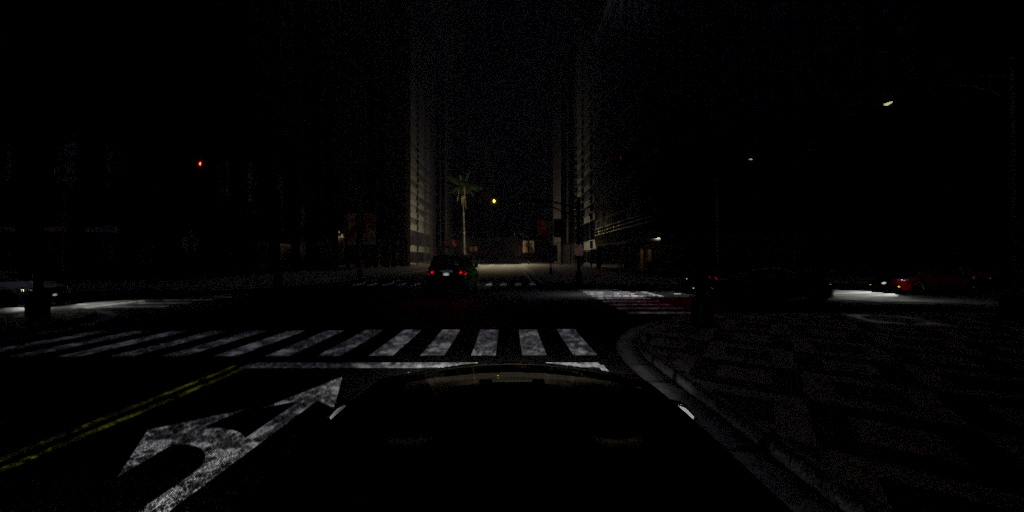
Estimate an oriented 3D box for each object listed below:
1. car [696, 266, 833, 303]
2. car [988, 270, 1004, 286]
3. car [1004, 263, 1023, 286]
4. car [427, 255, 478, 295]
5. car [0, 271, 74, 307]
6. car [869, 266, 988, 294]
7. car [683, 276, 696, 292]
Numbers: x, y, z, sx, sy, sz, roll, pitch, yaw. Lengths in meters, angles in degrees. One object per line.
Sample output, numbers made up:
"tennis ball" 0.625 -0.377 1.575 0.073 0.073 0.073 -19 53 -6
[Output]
"car" 11.159 1.183 15.662 4.902 1.511 2.128 0 -1 -1
"car" 26.427 1.267 21.759 4.207 1.307 1.802 0 0 -1
"car" 32.065 1.109 21.857 4.097 1.591 1.967 0 0 -1
"car" -3.188 0.990 19.988 2.150 2.045 5.566 0 0 0
"car" -21.378 1.349 14.979 4.674 1.442 1.812 0 0 1
"car" 21.585 1.243 18.920 4.181 1.385 1.994 0 0 -1
"car" 11.619 1.314 18.750 4.718 1.301 1.895 0 0 -1
